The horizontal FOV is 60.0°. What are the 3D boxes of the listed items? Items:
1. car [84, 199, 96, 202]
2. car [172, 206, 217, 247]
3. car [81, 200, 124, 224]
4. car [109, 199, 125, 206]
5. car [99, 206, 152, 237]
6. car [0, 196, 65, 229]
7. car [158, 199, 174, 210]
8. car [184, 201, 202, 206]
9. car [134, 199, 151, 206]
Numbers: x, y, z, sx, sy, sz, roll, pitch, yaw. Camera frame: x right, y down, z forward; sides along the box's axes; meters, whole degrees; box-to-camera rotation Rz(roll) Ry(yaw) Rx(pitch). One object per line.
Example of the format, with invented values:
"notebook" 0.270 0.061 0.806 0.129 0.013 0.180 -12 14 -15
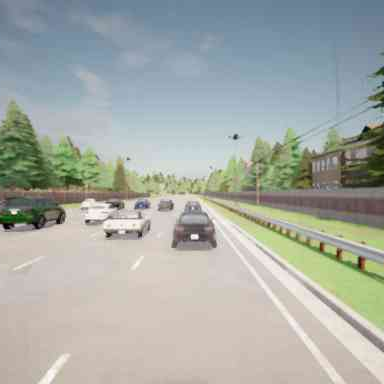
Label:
"car" -13.892 1.677 46.057 1.812 1.442 4.674 0 0 0
"car" 0.099 1.576 15.164 1.812 1.442 4.674 0 0 0
"car" -6.895 1.611 25.815 1.812 1.442 4.674 0 0 0
"car" -10.393 1.626 45.086 1.882 1.535 5.008 0 0 0
"car" -3.398 1.661 18.335 1.895 1.301 4.718 0 0 0
"car" -10.397 1.296 22.126 2.150 2.045 5.566 0 0 0
"car" -3.393 1.638 44.276 2.128 1.511 4.902 0 0 0
"car" 0.106 1.664 35.574 2.033 1.411 5.357 0 0 0
"car" -6.893 1.679 46.881 1.812 1.442 4.674 0 0 0
